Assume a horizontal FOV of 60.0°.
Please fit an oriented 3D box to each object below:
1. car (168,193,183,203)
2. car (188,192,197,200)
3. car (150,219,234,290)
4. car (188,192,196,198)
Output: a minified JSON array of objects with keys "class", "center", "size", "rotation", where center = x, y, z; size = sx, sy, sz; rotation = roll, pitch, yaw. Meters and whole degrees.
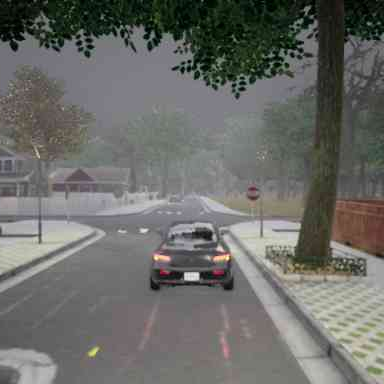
[{"class":"car","center":[-2.826,1.061,55.229],"size":[1.812,1.442,4.674],"rotation":[0,0,0]},{"class":"car","center":[0.044,1.065,68.351],"size":[1.895,1.301,4.718],"rotation":[0,0,0]},{"class":"car","center":[0.000,1.439,8.704],"size":[1.812,1.442,4.674],"rotation":[0,1,0]},{"class":"car","center":[-0.007,0.795,78.957],"size":[1.994,1.385,4.181],"rotation":[0,0,0]}]
